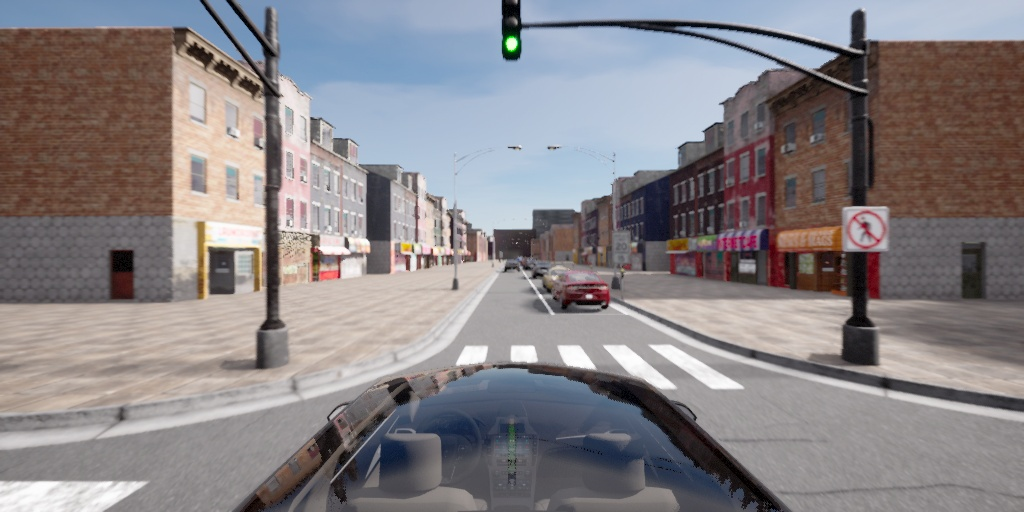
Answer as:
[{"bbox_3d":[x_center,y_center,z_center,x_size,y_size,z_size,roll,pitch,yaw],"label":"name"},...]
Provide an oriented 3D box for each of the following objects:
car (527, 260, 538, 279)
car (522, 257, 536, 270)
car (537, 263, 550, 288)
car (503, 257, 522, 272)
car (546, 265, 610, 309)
[{"bbox_3d":[2.639,1.234,31.523,1.948,1.339,4.313,0,0,0],"label":"car"},{"bbox_3d":[2.640,1.226,48.560,1.948,1.339,4.313,0,0,0],"label":"car"},{"bbox_3d":[2.638,1.212,20.334,1.751,1.417,4.829,0,0,0],"label":"car"},{"bbox_3d":[-0.002,1.178,43.786,1.837,1.490,4.892,0,0,0],"label":"car"},{"bbox_3d":[2.637,1.245,14.485,1.888,1.381,4.507,0,0,0],"label":"car"}]
